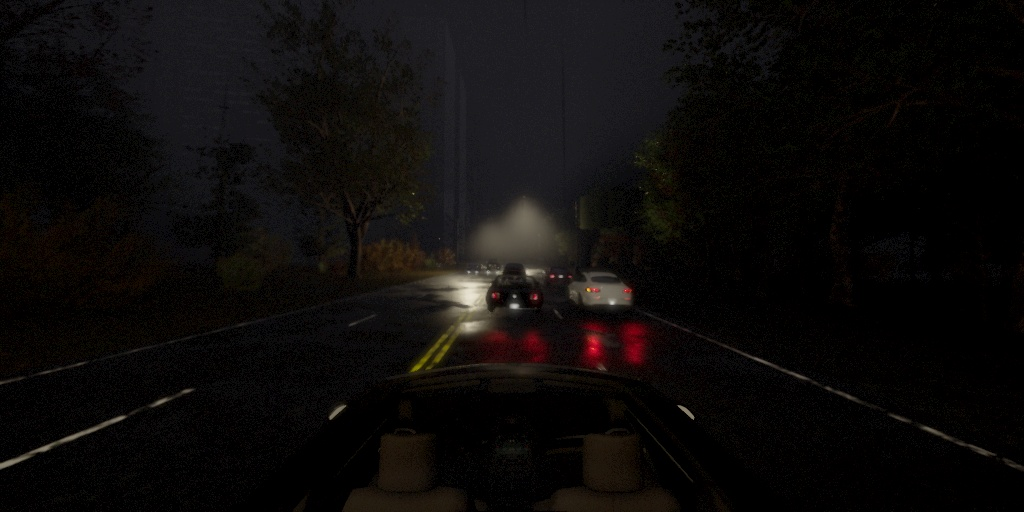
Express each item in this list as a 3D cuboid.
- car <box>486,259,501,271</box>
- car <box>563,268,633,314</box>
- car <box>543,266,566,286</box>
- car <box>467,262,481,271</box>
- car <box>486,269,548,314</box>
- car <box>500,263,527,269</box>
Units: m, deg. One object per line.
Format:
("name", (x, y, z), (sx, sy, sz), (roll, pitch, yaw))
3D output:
("car", (-3.061, 1.454, 59.951), (2.150, 2.045, 5.566), (0, 0, 1))
("car", (3.374, 1.351, 14.282), (1.812, 1.442, 4.674), (2, -1, 1))
("car", (3.409, 1.481, 27.076), (2.033, 1.411, 5.357), (2, 0, 1))
("car", (-6.309, 1.773, 59.828), (2.033, 1.411, 5.357), (0, 0, 1))
("car", (0.120, 1.332, 13.613), (1.895, 1.301, 4.718), (2, -1, 1))
("car", (0.205, 1.346, 30.387), (1.882, 1.535, 5.008), (2, 0, 1))
